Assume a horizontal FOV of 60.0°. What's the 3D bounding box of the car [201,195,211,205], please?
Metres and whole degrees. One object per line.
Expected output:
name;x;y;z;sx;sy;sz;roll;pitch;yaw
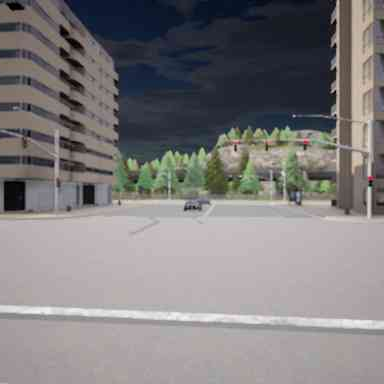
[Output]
car;2.113;1.357;58.104;2.097;1.767;4.553;0;0;6

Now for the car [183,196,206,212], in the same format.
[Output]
car;0.190;1.567;39.425;1.994;1.385;4.181;0;0;6
